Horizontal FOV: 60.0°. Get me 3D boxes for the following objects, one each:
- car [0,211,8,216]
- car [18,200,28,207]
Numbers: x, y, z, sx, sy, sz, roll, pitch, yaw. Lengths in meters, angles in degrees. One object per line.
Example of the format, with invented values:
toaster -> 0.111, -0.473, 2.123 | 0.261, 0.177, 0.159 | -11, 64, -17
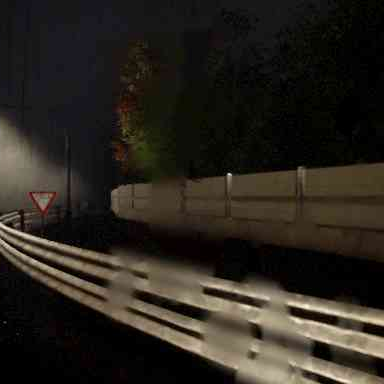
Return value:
car -> -18.337, 2.000, 29.436 | 2.033, 1.411, 5.357 | 0, -1, -3
car -> -39.485, 2.595, 77.874 | 1.882, 1.535, 5.008 | 0, -1, -30
